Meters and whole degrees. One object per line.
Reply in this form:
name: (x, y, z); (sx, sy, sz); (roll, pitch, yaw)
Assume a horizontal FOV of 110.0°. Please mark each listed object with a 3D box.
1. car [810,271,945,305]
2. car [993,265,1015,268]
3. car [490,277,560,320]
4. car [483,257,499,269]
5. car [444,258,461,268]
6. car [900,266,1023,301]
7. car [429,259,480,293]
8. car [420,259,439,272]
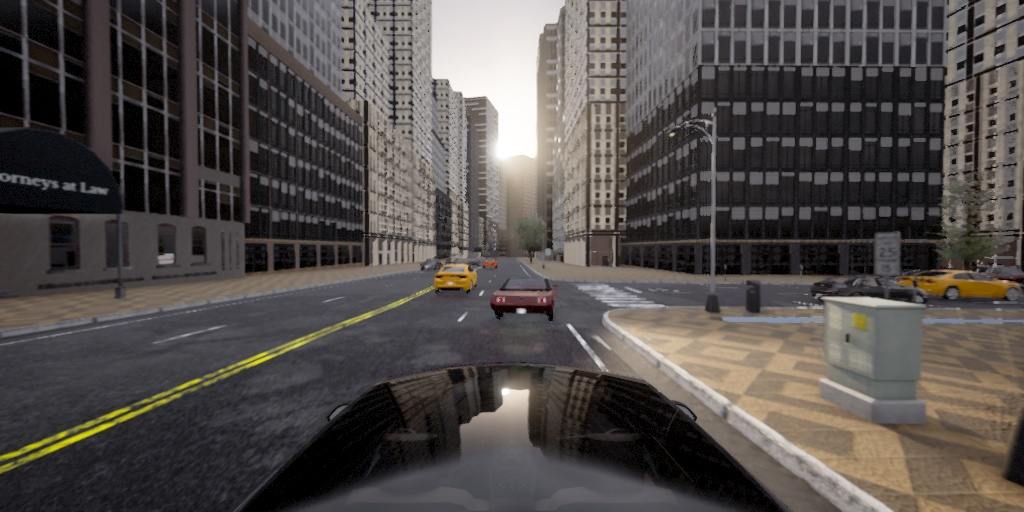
car: (15.911, 1.535, 16.067); (4.403, 1.370, 2.007); (0, 0, -1)
car: (32.738, 1.429, 24.790); (4.097, 1.591, 1.967); (0, 0, -1)
car: (0.664, 1.375, 12.600); (1.895, 1.301, 4.718); (0, -2, 10)
car: (-3.161, 0.949, 54.469); (2.097, 1.767, 4.553); (0, 0, 0)
car: (-9.809, 1.060, 59.533); (1.882, 1.535, 5.008); (0, 1, 1)
car: (23.503, 1.485, 18.889); (5.008, 1.535, 1.882); (1, 1, 0)
car: (-3.145, 1.202, 20.711); (1.882, 1.535, 5.008); (0, 1, 0)
car: (-9.841, 1.118, 43.928); (2.128, 1.511, 4.902); (0, 0, 0)
